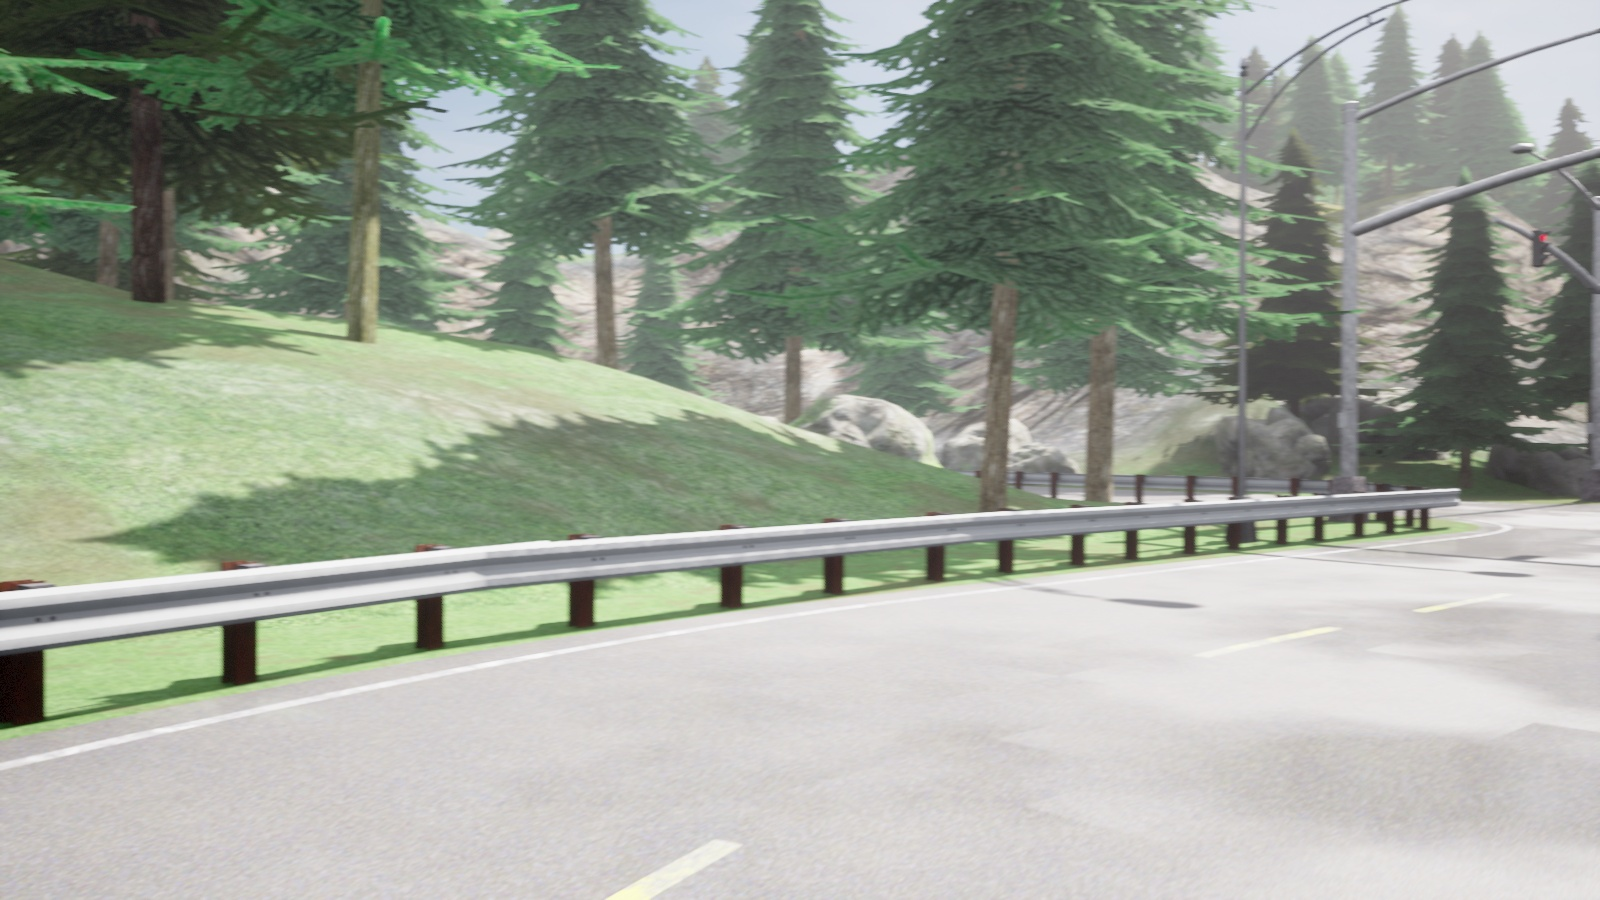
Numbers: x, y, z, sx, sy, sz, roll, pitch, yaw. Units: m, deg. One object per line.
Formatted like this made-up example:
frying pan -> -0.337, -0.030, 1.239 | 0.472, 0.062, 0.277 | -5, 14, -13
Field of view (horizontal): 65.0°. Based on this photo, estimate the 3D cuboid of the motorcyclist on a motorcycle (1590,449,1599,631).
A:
motorcyclist on a motorcycle -> 7.805, 0.762, 11.027 | 2.191, 1.530, 0.866 | 0, 0, -41
